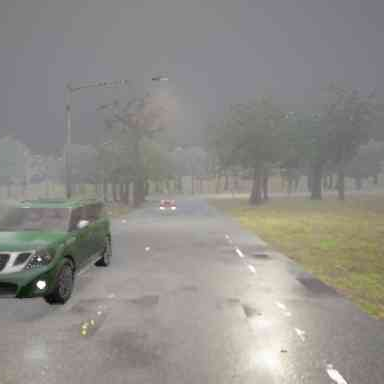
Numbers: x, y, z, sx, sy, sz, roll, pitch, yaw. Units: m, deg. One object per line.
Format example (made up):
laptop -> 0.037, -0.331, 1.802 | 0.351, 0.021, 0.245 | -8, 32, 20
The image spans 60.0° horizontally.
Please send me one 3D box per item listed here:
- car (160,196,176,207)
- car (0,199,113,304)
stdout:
car -> -3.561, 1.342, 50.242 | 2.097, 1.767, 4.553 | 0, 0, 0
car -> -3.599, 1.216, 8.473 | 2.150, 2.045, 5.566 | 0, 0, 0
